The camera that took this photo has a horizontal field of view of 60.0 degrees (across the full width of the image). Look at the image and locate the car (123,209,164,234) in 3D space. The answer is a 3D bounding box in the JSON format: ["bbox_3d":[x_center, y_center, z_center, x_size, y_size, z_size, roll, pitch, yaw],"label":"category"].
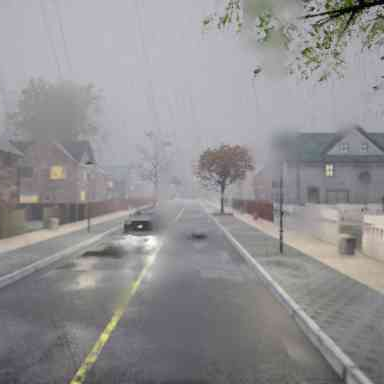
[{"bbox_3d":[-2.810,1.700,20.023,1.994,1.385,4.181,0,-1,1],"label":"car"}]
